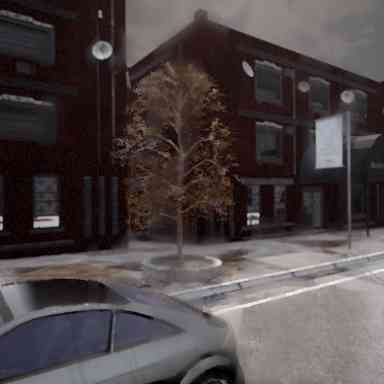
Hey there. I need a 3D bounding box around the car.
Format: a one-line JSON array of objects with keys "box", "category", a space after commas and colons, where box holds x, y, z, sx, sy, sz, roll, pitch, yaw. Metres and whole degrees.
[{"box": [-1.530, 1.575, 2.886, 4.181, 1.385, 1.994, 1, -1, -35], "category": "car"}]
